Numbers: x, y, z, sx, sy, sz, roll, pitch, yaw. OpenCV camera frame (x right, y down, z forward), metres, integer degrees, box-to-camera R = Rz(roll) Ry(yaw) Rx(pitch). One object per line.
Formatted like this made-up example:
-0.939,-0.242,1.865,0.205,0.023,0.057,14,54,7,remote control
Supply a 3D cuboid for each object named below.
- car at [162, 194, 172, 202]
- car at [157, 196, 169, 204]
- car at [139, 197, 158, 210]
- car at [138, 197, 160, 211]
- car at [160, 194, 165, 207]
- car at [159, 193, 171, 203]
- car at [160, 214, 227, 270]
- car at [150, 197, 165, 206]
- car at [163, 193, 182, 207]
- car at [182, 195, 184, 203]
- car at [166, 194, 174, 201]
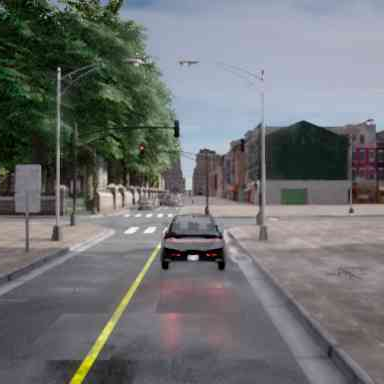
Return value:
-5.553,1.314,74.234,1.967,1.590,4.097,1,0,0,car
-5.498,1.453,63.334,1.802,1.307,4.206,1,0,0,car
-5.434,1.419,41.822,1.752,1.417,4.829,1,0,0,car
-5.400,1.448,39.848,2.008,1.369,4.403,1,0,0,car
-5.411,1.436,46.984,2.008,1.369,4.403,1,0,0,car
-5.522,1.186,68.784,2.192,1.841,5.009,1,0,0,car
0.056,1.459,10.901,2.128,1.511,4.902,0,0,1,car
-5.440,1.444,52.434,1.947,1.339,4.313,1,0,0,car
-2.872,1.238,47.435,2.097,1.767,4.553,0,0,0,car
-2.906,1.397,63.450,1.812,1.442,4.674,0,0,0,car
-5.612,1.327,85.134,1.967,1.590,4.097,1,0,0,car
